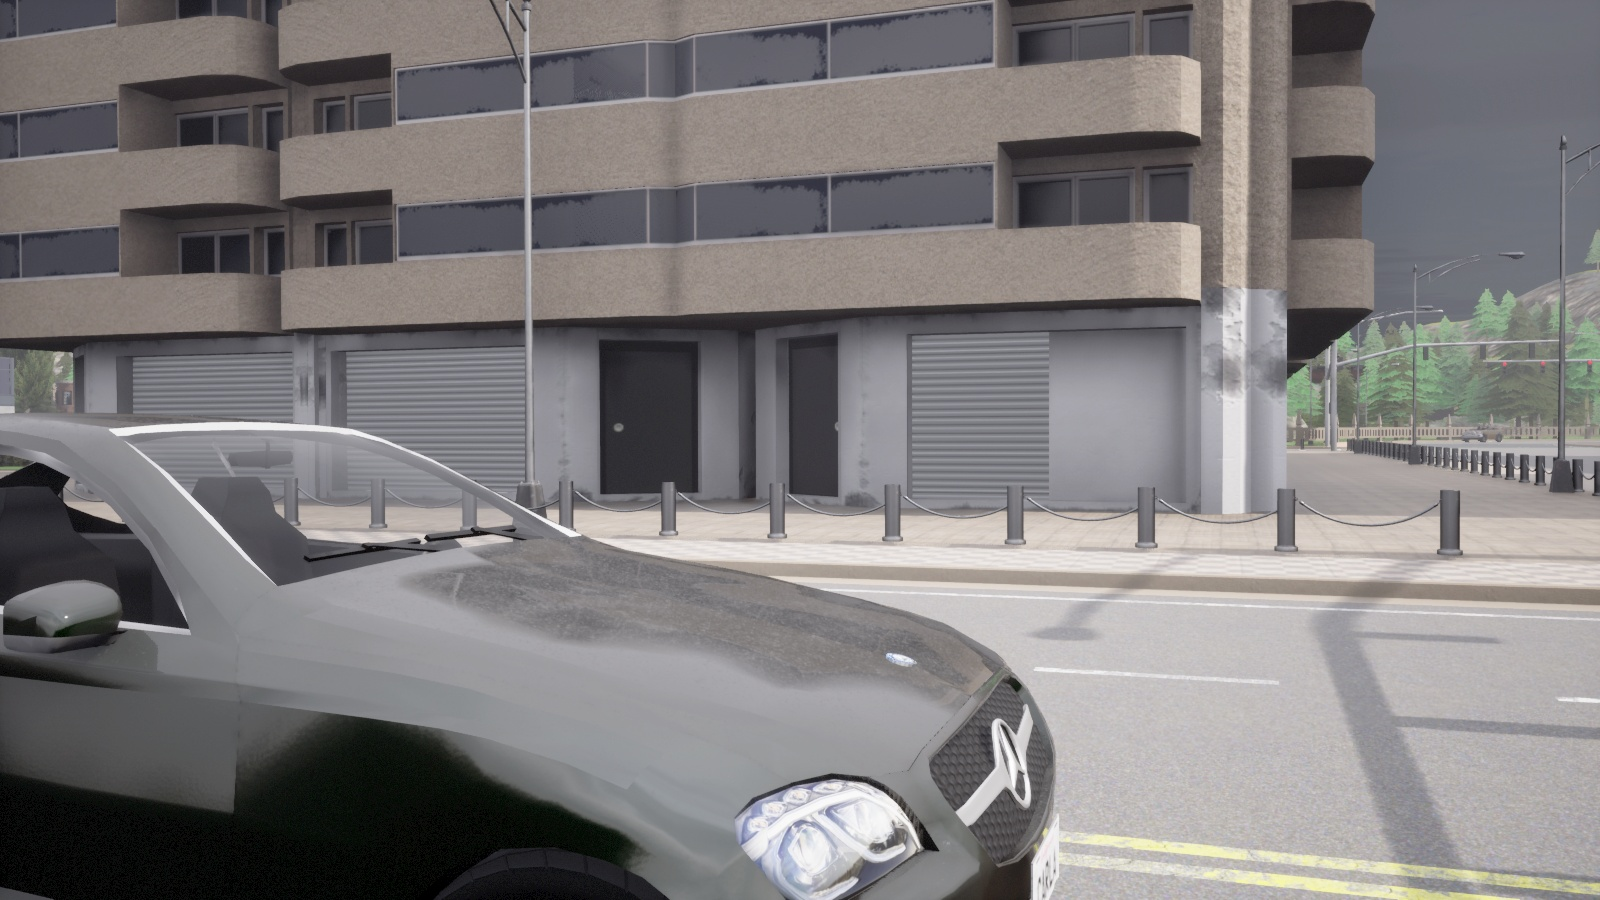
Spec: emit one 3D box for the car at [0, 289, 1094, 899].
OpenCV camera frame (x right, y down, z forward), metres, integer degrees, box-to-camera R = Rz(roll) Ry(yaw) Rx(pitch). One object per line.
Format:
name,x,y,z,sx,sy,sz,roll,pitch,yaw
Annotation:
car,-1.794,0.538,3.794,5.027,1.651,2.152,1,1,19
